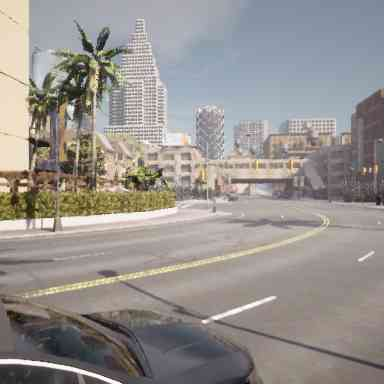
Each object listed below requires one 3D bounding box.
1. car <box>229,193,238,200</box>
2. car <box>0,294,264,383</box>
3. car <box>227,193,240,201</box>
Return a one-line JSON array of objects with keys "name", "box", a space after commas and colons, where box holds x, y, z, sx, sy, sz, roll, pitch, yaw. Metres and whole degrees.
[{"name": "car", "box": [10.796, 1.278, 87.333, 2.185, 1.767, 4.553, 0, 0, 7]}, {"name": "car", "box": [-1.615, 1.501, 2.127, 4.892, 1.490, 1.837, 0, 0, -35]}, {"name": "car", "box": [10.165, 1.409, 80.938, 2.097, 1.535, 5.008, 0, 0, 7]}]
